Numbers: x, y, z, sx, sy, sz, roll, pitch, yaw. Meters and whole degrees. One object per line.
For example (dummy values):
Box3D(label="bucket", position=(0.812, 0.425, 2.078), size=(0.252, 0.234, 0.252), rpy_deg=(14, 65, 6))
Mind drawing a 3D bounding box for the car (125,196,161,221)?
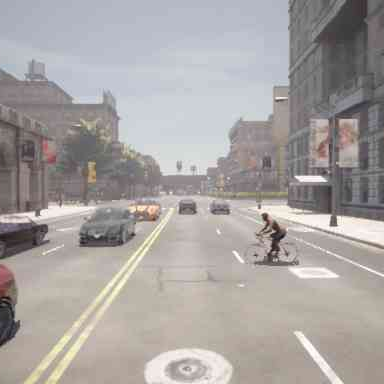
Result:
Box3D(label="car", position=(-3.873, 1.352, 27.333), size=(2.097, 1.767, 4.553), rpy_deg=(0, 0, -1))

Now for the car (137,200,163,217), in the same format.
Box3D(label="car", position=(-4.072, 1.547, 33.076), size=(2.033, 1.411, 5.357), rpy_deg=(0, 0, -1))

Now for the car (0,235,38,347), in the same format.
Box3D(label="car", position=(-3.635, 1.526, 3.521), size=(1.812, 1.442, 4.674), rpy_deg=(0, 0, -1))

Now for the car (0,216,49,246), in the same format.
Box3D(label="car", position=(-7.253, 1.601, 12.524), size=(1.895, 1.301, 4.718), rpy_deg=(0, 0, -1))

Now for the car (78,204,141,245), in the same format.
Box3D(label="car", position=(-3.806, 1.505, 15.623), size=(1.837, 1.490, 4.892), rpy_deg=(0, 0, -1))

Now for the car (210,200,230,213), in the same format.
Box3D(label="car", position=(2.978, 1.548, 36.226), size=(2.033, 1.411, 5.357), rpy_deg=(0, 0, -1))

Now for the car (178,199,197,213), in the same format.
Box3D(label="car", position=(-0.502, 1.505, 36.600), size=(1.837, 1.490, 4.892), rpy_deg=(0, 0, -1))

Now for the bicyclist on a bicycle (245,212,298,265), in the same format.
Box3D(label="bicyclist on a bicycle", position=(2.435, 1.454, 10.252), size=(1.656, 1.620, 0.582), rpy_deg=(-2, 0, -1))
